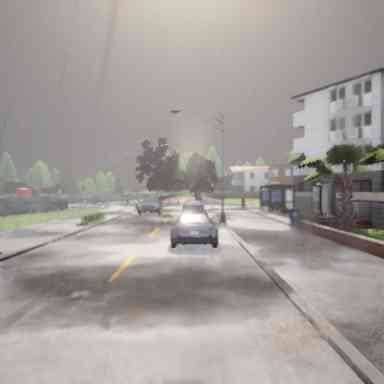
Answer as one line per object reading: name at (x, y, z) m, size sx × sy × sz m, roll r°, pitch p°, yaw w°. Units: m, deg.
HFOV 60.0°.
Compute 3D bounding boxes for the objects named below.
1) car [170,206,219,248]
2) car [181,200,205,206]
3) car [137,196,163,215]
car at (0.097, 1.517, 14.634) m, size 1.994 × 1.385 × 4.181 m, roll 0°, pitch 0°, yaw 0°
car at (0.092, 1.387, 28.422) m, size 1.882 × 1.535 × 5.008 m, roll 0°, pitch 0°, yaw 0°
car at (-4.009, 1.248, 32.475) m, size 2.097 × 1.767 × 4.553 m, roll 0°, pitch 0°, yaw 0°
